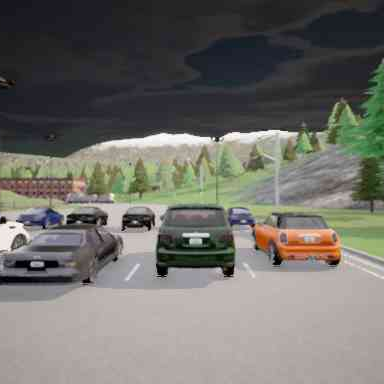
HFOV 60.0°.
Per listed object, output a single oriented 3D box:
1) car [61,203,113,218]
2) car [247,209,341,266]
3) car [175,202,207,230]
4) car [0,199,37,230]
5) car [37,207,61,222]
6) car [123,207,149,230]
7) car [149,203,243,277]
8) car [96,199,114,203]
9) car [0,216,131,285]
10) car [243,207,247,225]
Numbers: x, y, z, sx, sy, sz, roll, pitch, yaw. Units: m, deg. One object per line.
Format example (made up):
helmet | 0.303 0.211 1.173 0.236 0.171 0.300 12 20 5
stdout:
car | -7.115 1.752 23.067 1.882 1.535 5.008 0 0 -2
car | 3.590 1.499 12.272 2.097 1.767 4.553 0 -1 0
car | -0.171 1.639 24.172 2.097 1.767 4.553 0 -1 -2
car | -6.901 1.338 9.511 2.150 2.045 5.566 0 0 0
car | -10.641 1.806 23.548 1.812 1.442 4.674 0 0 -2
car | -3.617 1.752 23.053 1.882 1.535 5.008 0 -1 -2
car | 0.096 1.351 10.875 2.150 2.045 5.566 0 -1 0
car | -23.632 2.619 92.162 4.902 1.511 2.128 -1 -1 42
car | -3.406 1.666 9.821 2.033 1.411 5.357 0 -1 0
car | 3.324 1.815 24.383 1.812 1.442 4.674 0 0 -2
